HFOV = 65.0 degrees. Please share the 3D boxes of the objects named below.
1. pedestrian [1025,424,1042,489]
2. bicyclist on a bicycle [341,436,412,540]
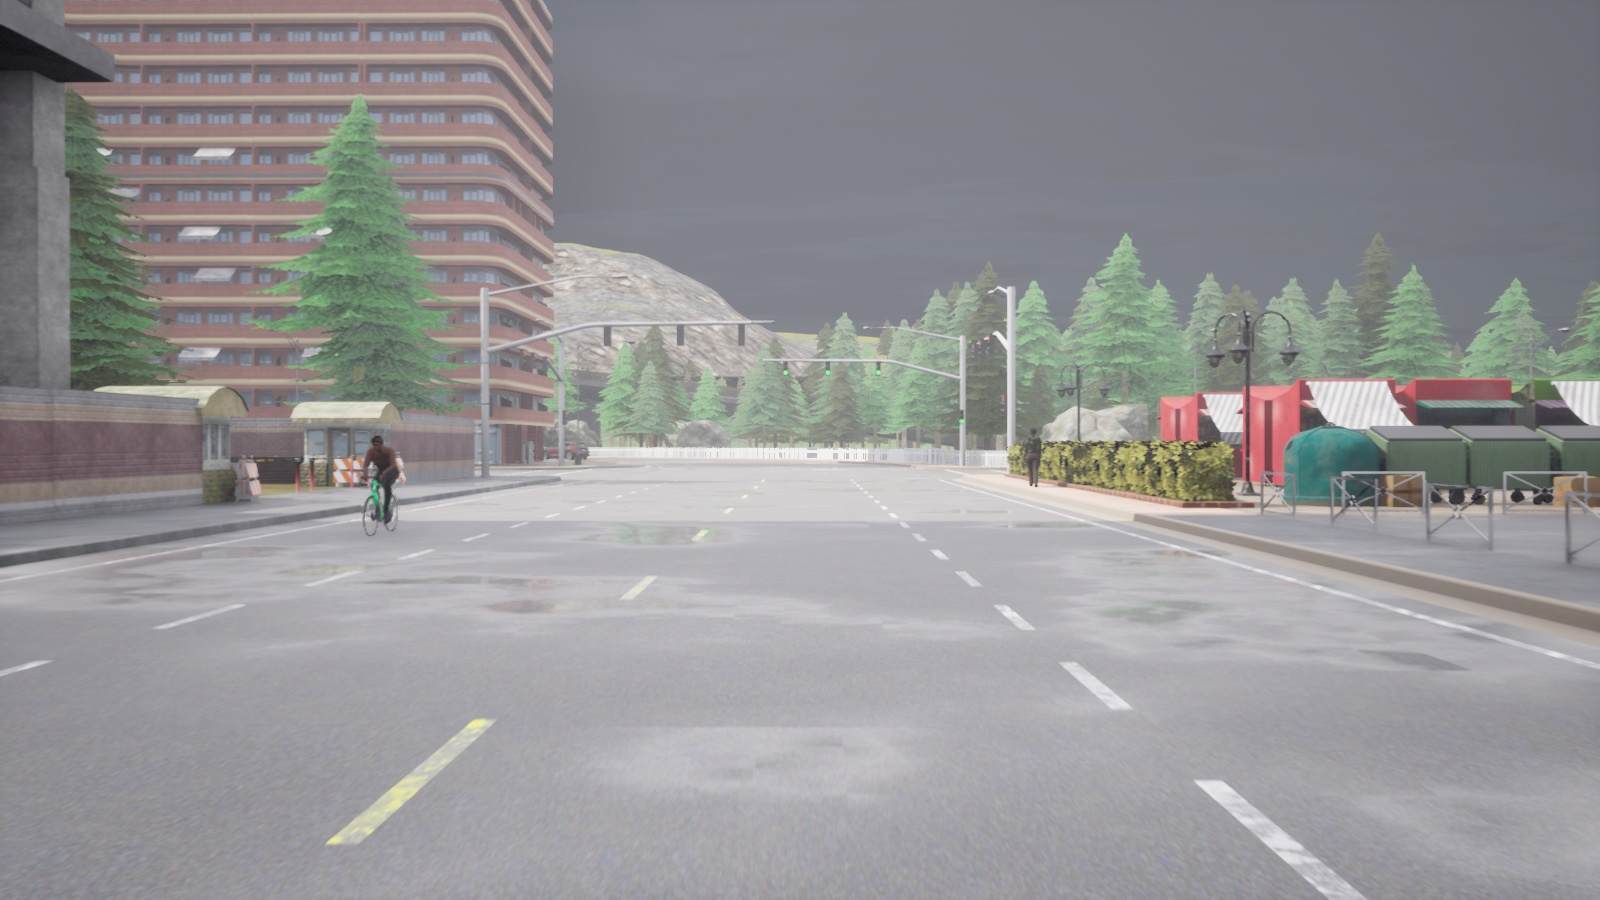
[{"bbox_3d":[6.981,0.195,37.542,0.395,1.930,0.692,0,0,2],"label":"pedestrian"},{"bbox_3d":[-6.867,0.579,20.418,0.582,1.620,1.656,0,1,0],"label":"bicyclist on a bicycle"}]
